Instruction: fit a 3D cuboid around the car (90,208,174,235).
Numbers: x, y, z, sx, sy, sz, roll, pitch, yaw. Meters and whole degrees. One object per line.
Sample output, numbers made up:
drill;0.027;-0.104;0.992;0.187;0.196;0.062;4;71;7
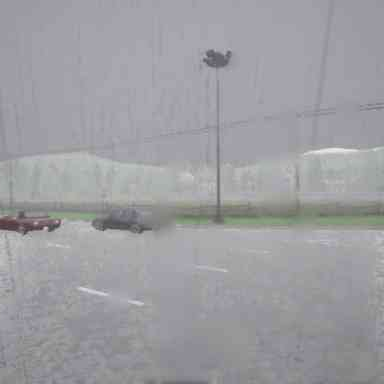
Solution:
car;-3.583;1.644;19.440;5.357;1.411;2.033;0;0;35

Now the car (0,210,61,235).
car;-9.870;1.733;19.626;4.718;1.301;1.895;0;0;35
